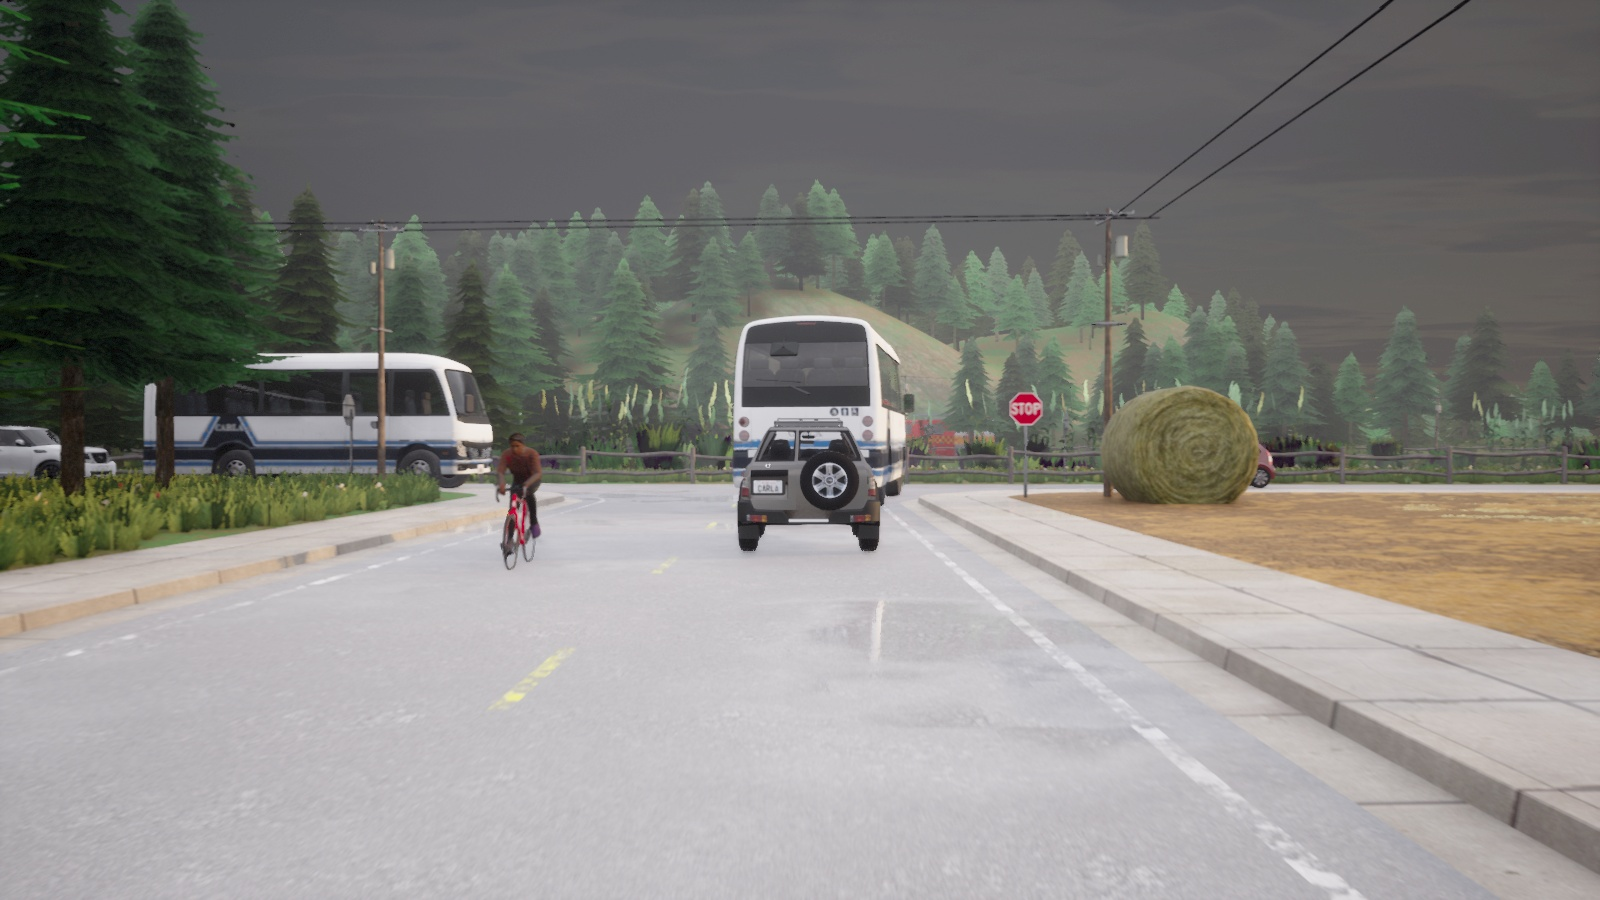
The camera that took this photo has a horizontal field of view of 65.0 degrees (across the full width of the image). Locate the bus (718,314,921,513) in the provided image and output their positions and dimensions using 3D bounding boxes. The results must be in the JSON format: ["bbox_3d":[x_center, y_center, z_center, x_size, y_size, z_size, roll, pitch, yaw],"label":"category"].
[{"bbox_3d":[0.887,-0.816,32.168,3.944,4.253,10.273,0,0,8],"label":"bus"}]

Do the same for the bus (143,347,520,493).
[{"bbox_3d":[-14.298,-0.896,39.025,10.273,4.253,3.944,0,0,3],"label":"bus"}]

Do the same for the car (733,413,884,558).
[{"bbox_3d":[0.124,0.458,18.422,1.932,1.855,4.605,0,0,0],"label":"car"}]

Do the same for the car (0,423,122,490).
[{"bbox_3d":[-24.706,0.188,39.544,5.566,2.045,2.150,0,0,2],"label":"car"}]

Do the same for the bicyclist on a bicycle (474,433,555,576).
[{"bbox_3d":[-3.397,0.612,15.069,0.582,1.620,1.656,0,1,0],"label":"bicyclist on a bicycle"}]

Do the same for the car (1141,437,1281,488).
[{"bbox_3d":[13.363,0.389,41.025,3.988,1.617,1.851,0,0,3],"label":"car"}]
